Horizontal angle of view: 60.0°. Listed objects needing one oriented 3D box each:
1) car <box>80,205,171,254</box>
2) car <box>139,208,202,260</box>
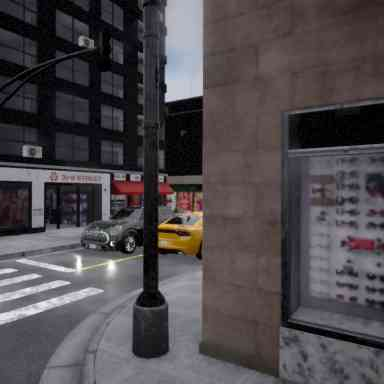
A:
[{"bbox_3d":[-2.323,1.365,13.798,2.097,1.767,4.553,0,0,33],"label":"car"},{"bbox_3d":[0.463,1.500,12.849,1.882,1.535,5.008,0,0,33],"label":"car"}]
